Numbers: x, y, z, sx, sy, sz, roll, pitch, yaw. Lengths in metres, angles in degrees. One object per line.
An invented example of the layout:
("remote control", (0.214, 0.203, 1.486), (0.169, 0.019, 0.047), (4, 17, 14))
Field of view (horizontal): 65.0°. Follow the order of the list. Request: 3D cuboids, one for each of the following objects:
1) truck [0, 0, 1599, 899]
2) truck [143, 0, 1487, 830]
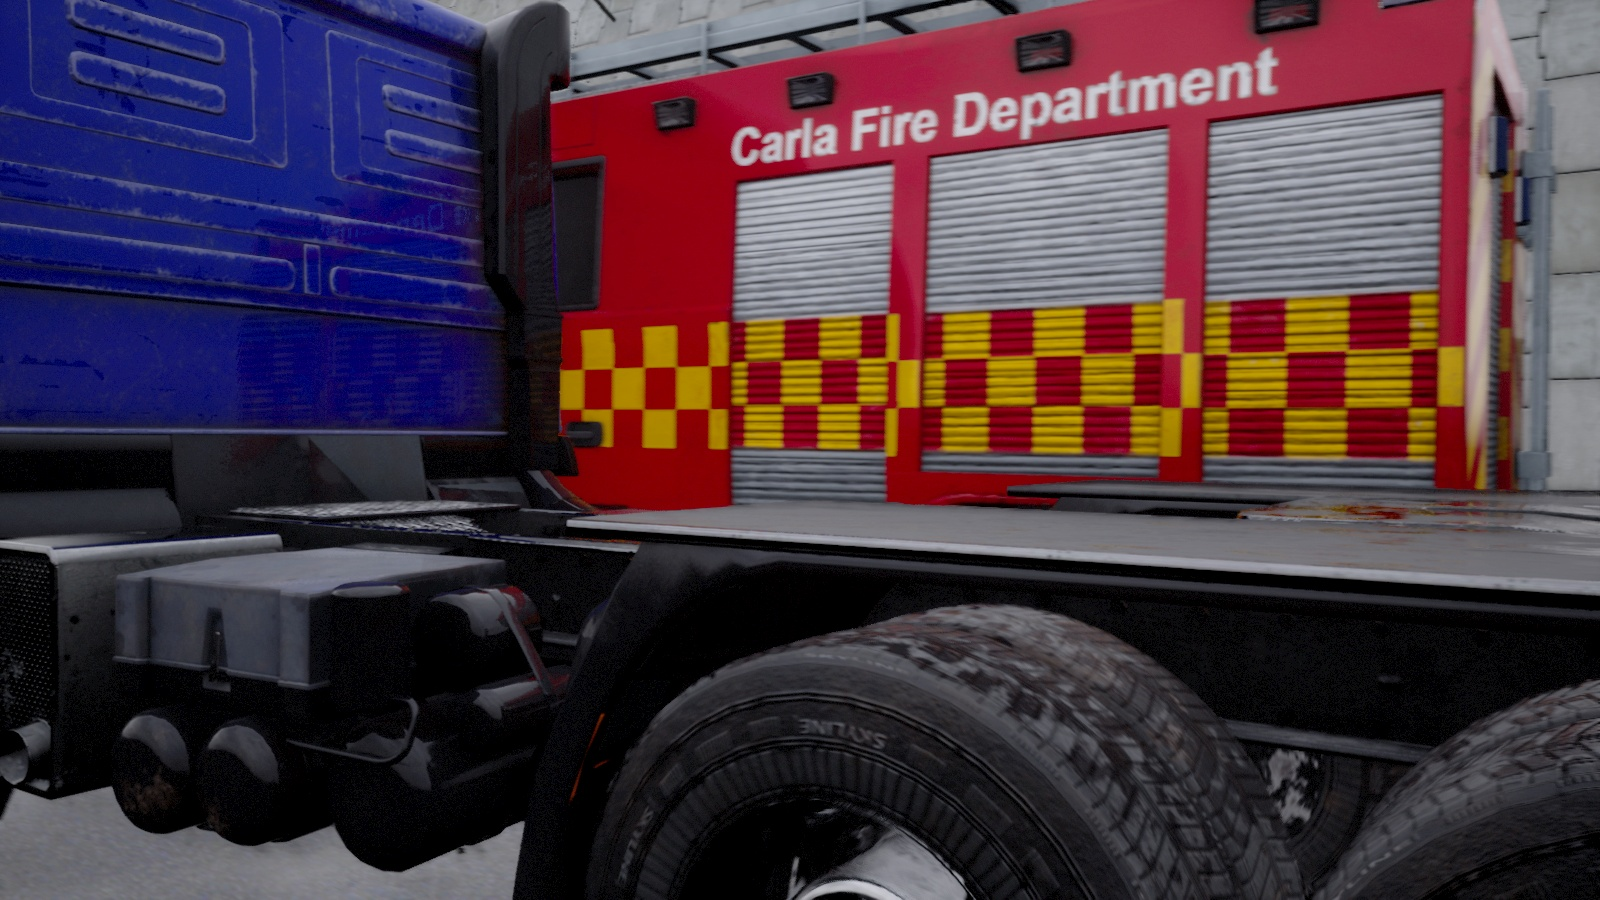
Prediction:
("truck", (-0.451, -0.300, 3.904), (7.936, 3.462, 2.891), (0, 1, 34))
("truck", (-0.498, -0.540, 8.137), (8.468, 3.827, 2.891), (0, 1, 34))
